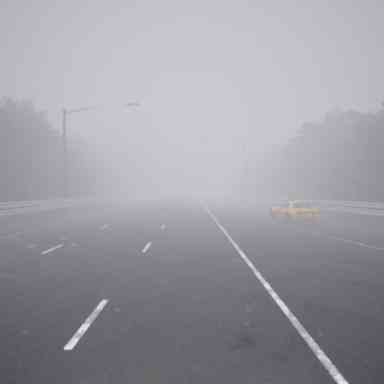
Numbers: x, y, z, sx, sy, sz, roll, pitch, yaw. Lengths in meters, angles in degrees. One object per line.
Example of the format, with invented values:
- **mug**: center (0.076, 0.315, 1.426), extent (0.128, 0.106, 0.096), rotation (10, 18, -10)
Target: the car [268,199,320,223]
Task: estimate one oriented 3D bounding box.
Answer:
- **car**: center (7.201, 1.298, 24.059), extent (1.801, 1.575, 5.366), rotation (0, 1, -9)
